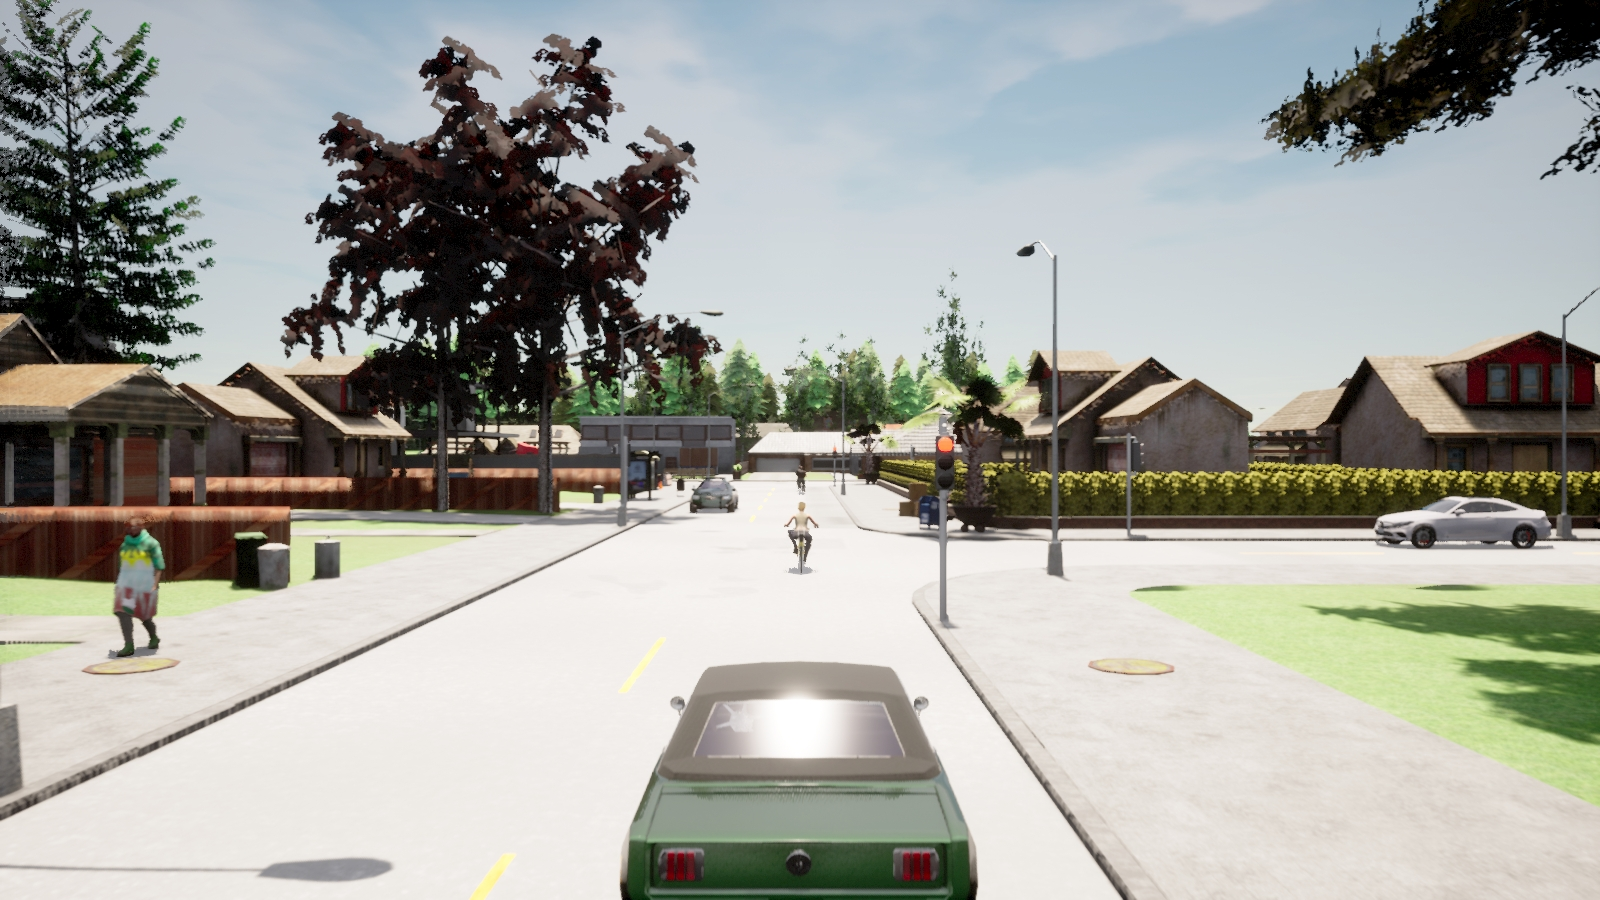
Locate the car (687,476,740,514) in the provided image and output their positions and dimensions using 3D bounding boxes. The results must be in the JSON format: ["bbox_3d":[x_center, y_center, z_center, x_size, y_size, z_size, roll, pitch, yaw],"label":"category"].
[{"bbox_3d":[-3.916,2.038,52.487,2.038,1.542,4.974,0,0,0],"label":"car"}]

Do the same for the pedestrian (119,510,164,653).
[{"bbox_3d":[-8.794,1.743,15.265,0.375,1.860,0.375,0,0,1],"label":"pedestrian"}]

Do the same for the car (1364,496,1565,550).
[{"bbox_3d":[19.183,2.082,33.142,4.674,1.442,2.002,0,0,0],"label":"car"}]

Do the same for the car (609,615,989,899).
[{"bbox_3d":[-0.004,2.155,8.056,1.895,1.301,4.718,0,0,0],"label":"car"}]
